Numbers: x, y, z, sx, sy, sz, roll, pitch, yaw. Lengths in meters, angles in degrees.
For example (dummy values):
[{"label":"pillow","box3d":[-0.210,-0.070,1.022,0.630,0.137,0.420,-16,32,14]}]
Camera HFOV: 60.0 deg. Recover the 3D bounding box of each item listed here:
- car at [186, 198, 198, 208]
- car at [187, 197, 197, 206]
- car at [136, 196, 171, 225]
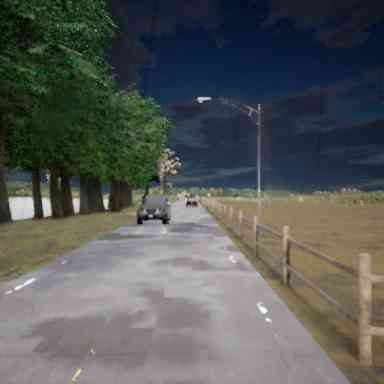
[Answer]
[{"label":"car","box3d":[-0.015,1.750,55.153,1.882,1.535,5.008,0,0,0]},{"label":"car","box3d":[-0.018,1.838,65.653,1.882,1.535,5.008,0,0,0]},{"label":"car","box3d":[-2.781,1.316,25.420,2.150,2.045,5.566,0,-1,0]}]
